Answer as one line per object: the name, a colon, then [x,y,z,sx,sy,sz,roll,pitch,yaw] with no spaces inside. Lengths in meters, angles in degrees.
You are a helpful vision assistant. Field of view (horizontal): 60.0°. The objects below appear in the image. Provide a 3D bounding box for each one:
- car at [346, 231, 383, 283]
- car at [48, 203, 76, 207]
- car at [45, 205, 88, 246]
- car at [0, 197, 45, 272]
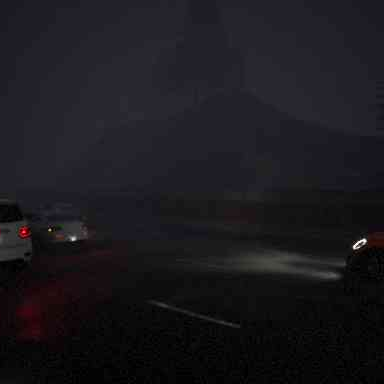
car: [6.336,1.374,8.182,4.553,1.767,2.097,1,0,36]
car: [-8.116,1.405,20.249,4.674,1.442,1.812,1,0,44]
car: [-6.038,1.441,13.568,4.674,1.442,1.812,1,0,41]
car: [-6.601,1.146,9.402,5.566,2.045,2.150,1,0,40]
